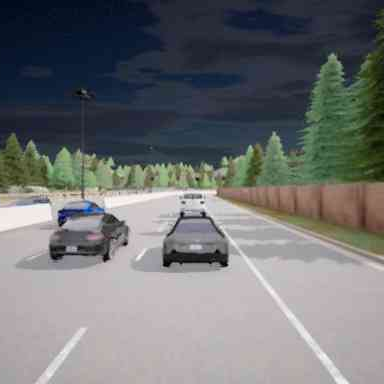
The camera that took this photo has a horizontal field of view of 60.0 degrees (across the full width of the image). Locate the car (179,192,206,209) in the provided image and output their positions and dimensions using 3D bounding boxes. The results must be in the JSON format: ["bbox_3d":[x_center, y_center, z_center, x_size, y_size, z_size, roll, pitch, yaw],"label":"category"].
[{"bbox_3d":[0.051,0.984,29.622,2.150,2.045,5.566,0,0,0],"label":"car"}]

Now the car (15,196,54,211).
[{"bbox_3d":[-17.642,1.191,37.560,2.128,1.511,4.902,0,0,0],"label":"car"}]

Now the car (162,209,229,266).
[{"bbox_3d":[0.102,1.474,11.153,1.994,1.385,4.181,0,0,0],"label":"car"}]

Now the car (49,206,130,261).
[{"bbox_3d":[-3.413,1.431,11.709,1.812,1.442,4.674,0,0,0],"label":"car"}]

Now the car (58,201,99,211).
[{"bbox_3d":[-6.903,1.306,21.276,1.882,1.535,5.008,0,0,0],"label":"car"}]

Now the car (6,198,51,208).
[{"bbox_3d":[-14.092,1.248,28.517,1.882,1.535,5.008,0,0,0],"label":"car"}]
